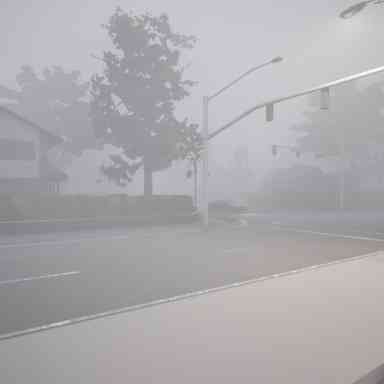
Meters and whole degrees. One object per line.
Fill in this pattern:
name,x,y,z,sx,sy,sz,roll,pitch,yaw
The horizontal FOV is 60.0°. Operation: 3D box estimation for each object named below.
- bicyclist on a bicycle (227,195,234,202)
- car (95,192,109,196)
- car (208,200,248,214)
bicyclist on a bicycle,5.913,1.303,51.108,1.656,1.620,0.582,0,0,-36
car,-20.412,1.049,75.266,2.150,2.045,5.566,0,0,-36
car,3.613,1.547,36.546,2.033,1.411,5.357,0,0,-36
